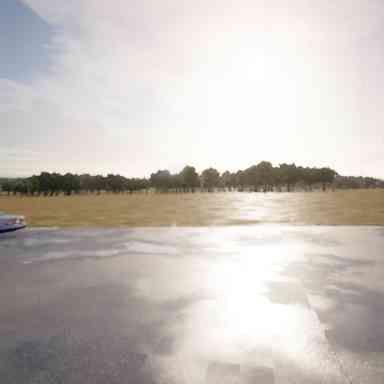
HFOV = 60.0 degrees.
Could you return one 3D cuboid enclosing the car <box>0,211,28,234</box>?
[{"bbox_3d":[-11.308,1.553,16.927,5.357,1.411,2.033,0,2,1],"label":"car"}]
